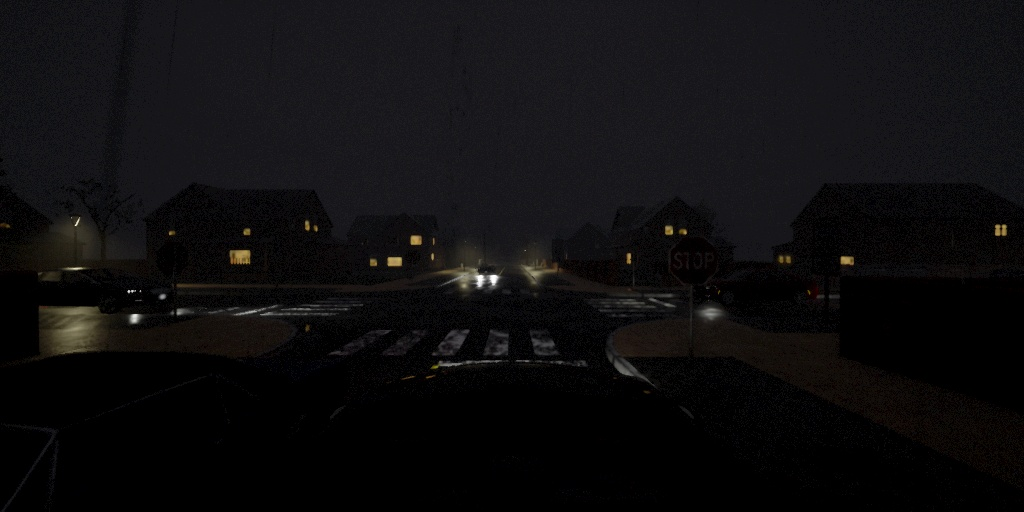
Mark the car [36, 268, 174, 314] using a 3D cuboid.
[{"bbox_3d":[-14.874,1.168,12.747,4.902,1.511,2.128,0,0,0],"label":"car"}]

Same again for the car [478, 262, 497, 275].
[{"bbox_3d":[-2.724,1.369,39.851,1.895,1.301,4.718,0,0,0],"label":"car"}]

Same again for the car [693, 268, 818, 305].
[{"bbox_3d":[10.473,1.273,15.709,5.008,1.535,1.882,0,0,-2],"label":"car"}]

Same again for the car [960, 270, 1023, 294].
[{"bbox_3d":[21.876,1.354,15.770,4.902,1.511,2.128,0,0,0],"label":"car"}]

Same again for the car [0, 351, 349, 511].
[{"bbox_3d":[-2.748,1.351,1.759,1.895,1.301,4.718,0,0,0],"label":"car"}]
